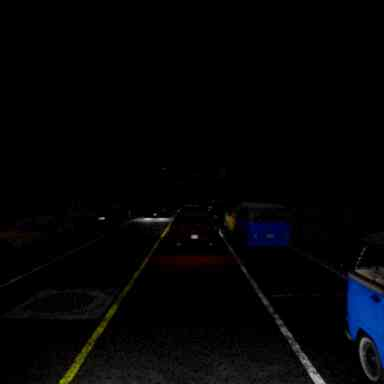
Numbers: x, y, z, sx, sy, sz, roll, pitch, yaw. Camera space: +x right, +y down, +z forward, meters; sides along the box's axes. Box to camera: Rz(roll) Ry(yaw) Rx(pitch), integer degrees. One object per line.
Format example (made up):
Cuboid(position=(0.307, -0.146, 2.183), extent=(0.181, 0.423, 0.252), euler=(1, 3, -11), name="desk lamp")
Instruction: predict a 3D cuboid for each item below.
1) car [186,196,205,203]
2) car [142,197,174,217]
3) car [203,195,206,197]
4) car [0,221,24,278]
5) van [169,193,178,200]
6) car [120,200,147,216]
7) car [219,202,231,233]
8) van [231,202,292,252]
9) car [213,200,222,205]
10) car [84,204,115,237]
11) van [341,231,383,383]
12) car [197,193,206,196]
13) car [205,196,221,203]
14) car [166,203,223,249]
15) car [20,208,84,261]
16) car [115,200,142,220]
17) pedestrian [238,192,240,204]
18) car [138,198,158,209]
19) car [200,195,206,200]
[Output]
Cuboid(position=(0.109, 1.458, 33.814), extent=(1.837, 1.490, 4.892), euler=(0, 0, 0), name="car")
Cuboid(position=(-3.090, 1.505, 30.480), extent=(2.033, 1.411, 5.357), euler=(0, 0, 0), name="car")
Cuboid(position=(2.777, 1.494, 43.943), extent=(2.008, 1.369, 4.403), euler=(0, 0, 0), name="car")
Cuboid(position=(-5.759, 1.555, 7.164), extent=(1.947, 1.339, 4.313), euler=(0, 0, 0), name="car")
Cuboid(position=(-5.493, 1.244, 91.716), extent=(1.690, 1.788, 3.998), euler=(0, 0, 1), name="van")
Cuboid(position=(-5.751, 1.499, 33.060), extent=(1.887, 1.381, 4.507), euler=(0, 0, 0), name="car")
Cuboid(position=(2.770, 1.497, 19.135), extent=(1.752, 1.417, 4.829), euler=(0, 0, 0), name="car")
Cuboid(position=(2.769, 1.321, 13.552), extent=(1.690, 1.788, 3.998), euler=(0, 0, 0), name="van")
Cuboid(position=(2.772, 1.531, 24.379), extent=(1.947, 1.339, 4.313), euler=(0, 0, 0), name="car")
Cuboid(position=(-5.755, 1.525, 17.743), extent=(2.008, 1.369, 4.403), euler=(0, 0, 0), name="car")
Cuboid(position=(2.766, 1.337, 2.725), extent=(1.690, 1.788, 3.998), euler=(0, 0, 0), name="van")
Cuboid(position=(2.979, 1.457, 86.126), extent=(2.008, 1.369, 4.403), euler=(0, 0, 1), name="car")
Cuboid(position=(2.776, 1.499, 38.950), extent=(2.008, 1.369, 4.403), euler=(0, 0, 0), name="car")
Cuboid(position=(0.100, 1.456, 14.423), extent=(1.882, 1.535, 5.008), euler=(0, 0, 0), name="car")
Cuboid(position=(-5.757, 1.507, 12.284), extent=(1.752, 1.417, 4.829), euler=(0, 0, 0), name="car")
Cuboid(position=(-5.753, 1.512, 27.615), extent=(2.008, 1.369, 4.403), euler=(0, 0, 0), name="car")
Cuboid(position=(7.151, 0.981, 51.215), extent=(0.375, 1.860, 0.375), euler=(0, 0, 0), name="pedestrian")
Cuboid(position=(-5.748, 1.494, 43.949), extent=(2.008, 1.369, 4.403), euler=(0, 0, 0), name="car")
Cuboid(position=(3.033, 1.428, 91.808), extent=(1.752, 1.417, 4.829), euler=(0, 0, 1), name="car")
